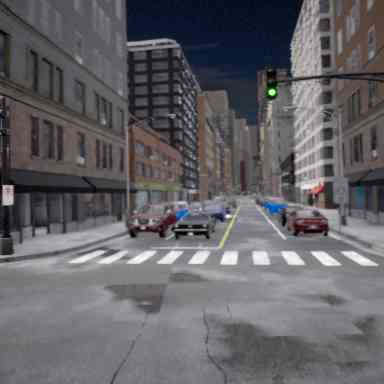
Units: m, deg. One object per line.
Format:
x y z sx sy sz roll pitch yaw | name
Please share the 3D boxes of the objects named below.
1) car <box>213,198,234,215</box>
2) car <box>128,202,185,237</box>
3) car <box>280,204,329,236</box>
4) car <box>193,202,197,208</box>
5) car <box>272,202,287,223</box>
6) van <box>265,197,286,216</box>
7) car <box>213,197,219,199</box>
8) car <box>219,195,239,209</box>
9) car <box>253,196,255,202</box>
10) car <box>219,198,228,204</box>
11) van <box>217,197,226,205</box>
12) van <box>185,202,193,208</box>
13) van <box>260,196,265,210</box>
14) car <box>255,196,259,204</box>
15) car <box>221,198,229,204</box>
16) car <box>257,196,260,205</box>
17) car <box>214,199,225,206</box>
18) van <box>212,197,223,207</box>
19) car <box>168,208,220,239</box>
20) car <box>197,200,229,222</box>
3.558 1.822 38.951 1.837 1.490 4.892 -1 0 9 | car
-2.156 1.568 19.786 2.192 1.841 5.009 -2 -1 9 | car
6.264 1.591 18.424 1.887 1.381 4.507 -2 -1 9 | car
0.481 1.799 36.077 1.967 1.590 4.097 -2 -1 9 | car
7.142 1.647 23.855 1.947 1.339 4.313 -2 -1 9 | car
8.892 1.493 34.719 1.690 1.788 3.998 -2 -1 9 | van
2.237 1.869 46.938 1.967 1.590 4.097 -2 -1 9 | car
6.059 1.739 53.876 2.150 2.045 5.566 -1 -1 9 | car
15.038 1.716 72.734 2.192 1.841 5.009 -2 -1 9 | car
7.508 2.209 79.521 1.947 1.339 4.313 -2 -1 9 | car
6.624 1.948 74.093 1.690 1.788 3.998 -2 -1 9 | van
-1.277 1.629 25.216 1.690 1.788 3.998 -2 -1 9 | van
10.649 1.564 45.580 1.690 1.788 3.998 -2 -1 9 | van
14.167 1.946 67.300 1.802 1.307 4.206 -2 -1 9 | car
8.387 2.262 84.952 1.802 1.307 4.206 -2 -1 9 | car
12.411 1.875 56.439 1.802 1.307 4.206 -2 -1 9 | car
5.752 2.122 68.660 2.008 1.369 4.403 -2 -1 9 | car
4.869 1.876 63.232 1.690 1.788 3.998 -2 -1 9 | van
0.271 1.787 18.646 1.895 1.301 4.718 -1 -1 9 | car
1.920 1.730 28.823 1.882 1.535 5.008 -1 -1 9 | car
